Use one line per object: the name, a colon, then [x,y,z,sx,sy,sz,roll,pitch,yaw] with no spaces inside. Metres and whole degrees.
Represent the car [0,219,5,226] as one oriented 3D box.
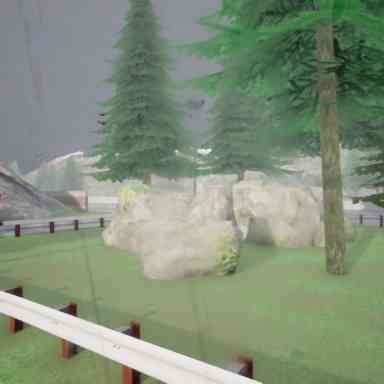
car: [-11.456,1.357,15.106,5.357,1.411,2.033,0,0,3]
